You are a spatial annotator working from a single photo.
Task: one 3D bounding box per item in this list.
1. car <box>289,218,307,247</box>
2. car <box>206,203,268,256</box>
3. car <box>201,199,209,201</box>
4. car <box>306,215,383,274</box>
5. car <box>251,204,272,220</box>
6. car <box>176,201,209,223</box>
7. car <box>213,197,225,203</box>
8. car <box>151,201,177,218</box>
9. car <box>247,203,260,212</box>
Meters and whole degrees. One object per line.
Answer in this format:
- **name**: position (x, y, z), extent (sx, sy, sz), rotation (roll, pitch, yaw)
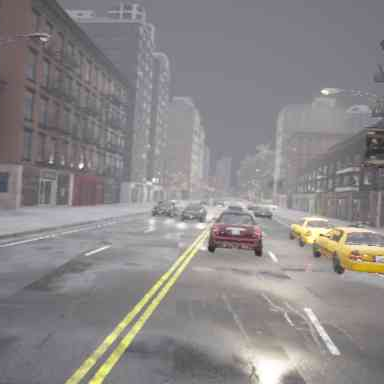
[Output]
- **car**: position (6.491, 2.026, 17.933), extent (1.801, 1.575, 5.366), rotation (4, -1, 7)
- **car**: position (1.957, 1.609, 14.891), extent (2.097, 1.767, 4.553), rotation (4, -1, 7)
- **car**: position (2.801, 2.214, 73.210), extent (2.033, 1.411, 5.357), rotation (4, 0, 7)
- **car**: position (5.727, 1.924, 11.983), extent (1.801, 1.575, 5.366), rotation (4, -1, 7)
- **car**: position (8.245, 2.403, 38.987), extent (1.994, 1.385, 4.181), rotation (4, 0, 7)
- **car**: position (0.222, 1.768, 28.484), extent (1.837, 1.490, 4.892), rotation (4, 0, 7)
- **car**: position (5.588, 2.092, 69.325), extent (2.150, 2.045, 5.566), rotation (4, 0, 7)
- **car**: position (-2.570, 1.620, 32.198), extent (1.837, 1.490, 4.892), rotation (4, 0, 7)
- **car**: position (10.662, 2.724, 58.091), extent (1.895, 1.301, 4.718), rotation (4, 0, 7)
